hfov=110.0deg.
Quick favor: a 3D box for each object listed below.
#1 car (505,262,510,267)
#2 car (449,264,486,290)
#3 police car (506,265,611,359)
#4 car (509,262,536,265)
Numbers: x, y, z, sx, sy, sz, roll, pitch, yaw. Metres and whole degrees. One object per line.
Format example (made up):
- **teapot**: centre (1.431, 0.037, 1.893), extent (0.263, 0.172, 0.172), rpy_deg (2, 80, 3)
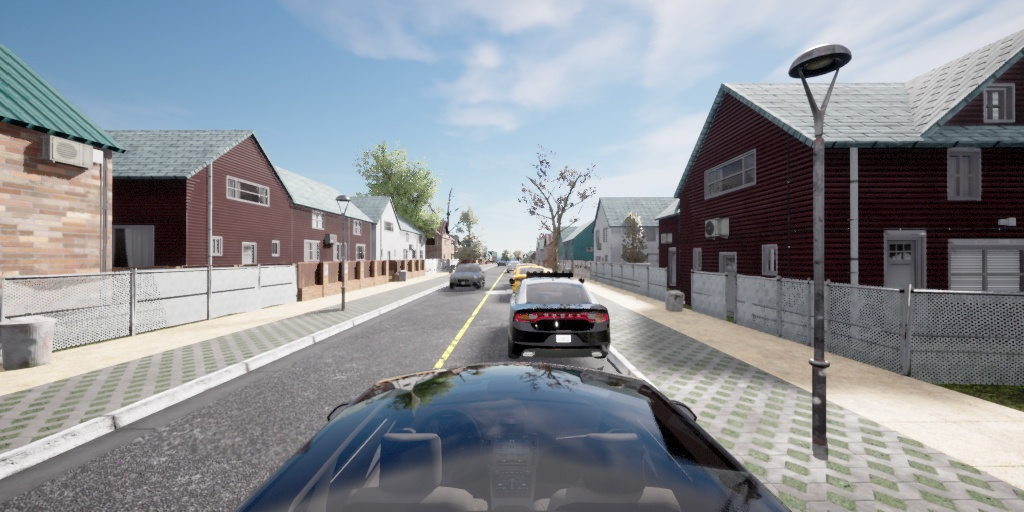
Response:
- **car**: centre (0.345, 1.383, 45.730), extent (1.812, 1.442, 4.674), rpy_deg (0, 0, 1)
- **car**: centre (-2.700, 1.272, 22.407), extent (1.837, 1.490, 4.892), rpy_deg (0, 0, 0)
- **police car**: centre (0.879, 1.176, 8.567), extent (1.930, 1.638, 5.238), rpy_deg (0, 0, 0)
- **car**: centre (0.948, 1.238, 18.458), extent (1.882, 1.535, 5.008), rpy_deg (0, 0, 0)
